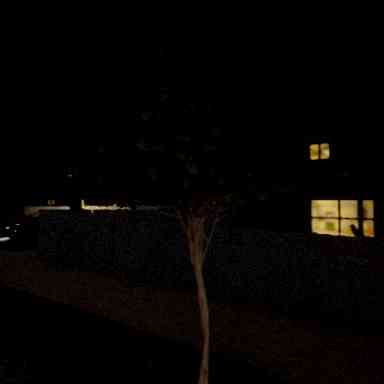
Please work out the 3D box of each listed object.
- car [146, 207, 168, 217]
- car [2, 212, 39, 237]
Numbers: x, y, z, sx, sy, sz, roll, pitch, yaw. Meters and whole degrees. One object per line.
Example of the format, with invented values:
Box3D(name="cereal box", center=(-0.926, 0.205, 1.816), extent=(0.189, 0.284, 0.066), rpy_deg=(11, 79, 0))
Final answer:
Box3D(name="car", center=(-3.281, 2.017, 28.436), extent=(1.882, 1.535, 5.008), rpy_deg=(-1, -2, 35))
Box3D(name="car", center=(-9.128, 1.876, 20.255), extent=(1.994, 1.385, 4.181), rpy_deg=(-1, -2, 35))
